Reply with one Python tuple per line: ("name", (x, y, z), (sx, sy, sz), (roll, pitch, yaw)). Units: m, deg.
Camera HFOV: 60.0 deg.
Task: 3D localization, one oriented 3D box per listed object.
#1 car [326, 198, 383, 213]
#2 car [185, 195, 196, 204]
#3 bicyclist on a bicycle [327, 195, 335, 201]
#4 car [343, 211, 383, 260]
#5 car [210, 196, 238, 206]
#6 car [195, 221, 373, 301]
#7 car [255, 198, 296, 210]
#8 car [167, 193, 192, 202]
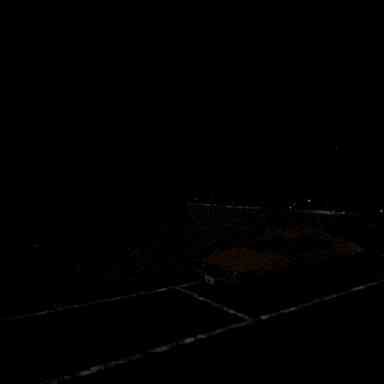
("car", (14.675, 1.336, 30.209), (2.128, 1.511, 4.902), (1, 0, -34))
("car", (-1.283, 1.187, 53.556), (1.895, 1.301, 4.718), (1, 0, -34))
("bicyclist on a bicycle", (16.282, 1.152, 38.904), (1.656, 1.620, 0.582), (0, 0, -34))
("car", (7.105, 1.545, 11.641), (4.507, 1.381, 1.887), (0, 1, -35))
("car", (4.313, 1.242, 45.347), (1.994, 1.385, 4.181), (1, 0, -34))
("car", (2.345, 1.525, 8.337), (4.829, 1.417, 1.752), (0, 1, -35))
("car", (9.436, 1.362, 37.854), (1.895, 1.301, 4.718), (1, 0, -34))
("car", (-2.348, 1.050, 60.697), (2.128, 1.511, 4.902), (1, 0, -34))
